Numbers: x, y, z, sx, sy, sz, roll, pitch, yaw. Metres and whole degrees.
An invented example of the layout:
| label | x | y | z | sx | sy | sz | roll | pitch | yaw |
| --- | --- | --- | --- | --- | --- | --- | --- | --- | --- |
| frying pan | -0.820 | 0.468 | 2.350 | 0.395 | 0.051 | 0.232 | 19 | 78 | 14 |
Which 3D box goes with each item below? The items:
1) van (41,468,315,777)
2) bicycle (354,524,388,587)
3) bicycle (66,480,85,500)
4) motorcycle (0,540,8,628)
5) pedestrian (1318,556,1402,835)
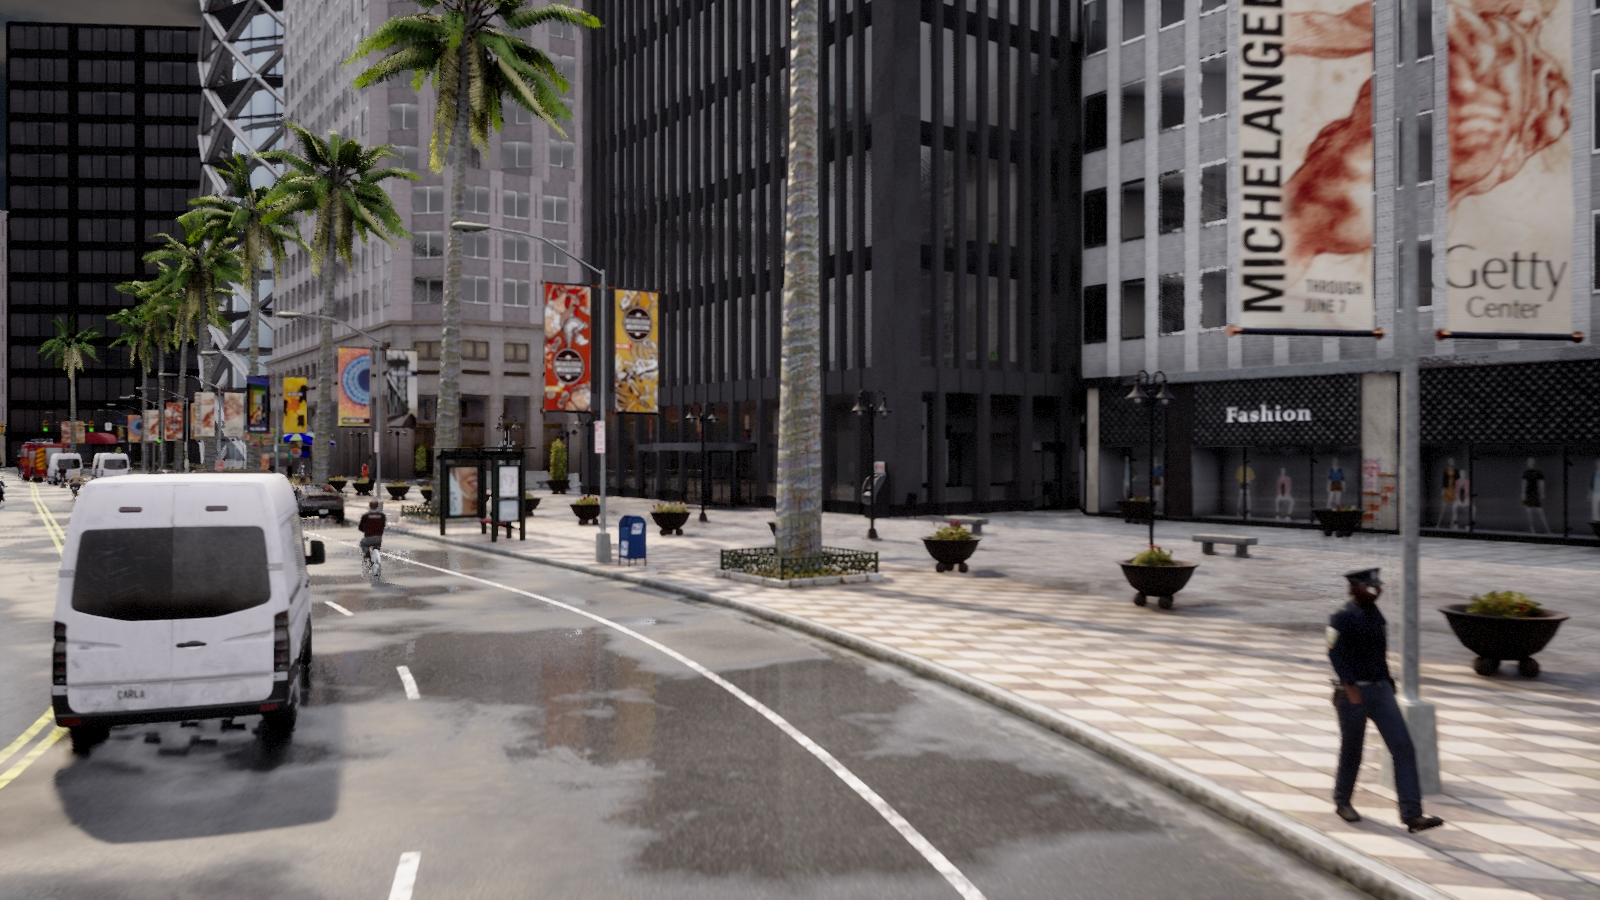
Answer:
| label | x | y | z | sx | sy | sz | roll | pitch | yaw |
| --- | --- | --- | --- | --- | --- | --- | --- | --- | --- |
| van | -6.686 | 1.536 | 12.958 | 1.988 | 2.561 | 5.915 | 0 | 0 | -21 |
| bicycle | -9.104 | 2.212 | 24.210 | 0.329 | 1.171 | 1.835 | 0 | 0 | -31 |
| bicycle | -40.939 | 2.265 | 64.574 | 0.859 | 1.080 | 1.487 | 0 | 0 | -35 |
| motorcycle | -13.688 | 2.208 | 18.887 | 0.867 | 1.251 | 2.209 | 0 | 0 | -32 |
| pedestrian | 3.924 | 1.697 | 8.018 | 0.375 | 1.860 | 0.375 | 0 | 0 | -10 |
